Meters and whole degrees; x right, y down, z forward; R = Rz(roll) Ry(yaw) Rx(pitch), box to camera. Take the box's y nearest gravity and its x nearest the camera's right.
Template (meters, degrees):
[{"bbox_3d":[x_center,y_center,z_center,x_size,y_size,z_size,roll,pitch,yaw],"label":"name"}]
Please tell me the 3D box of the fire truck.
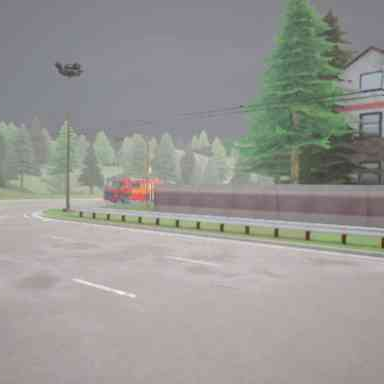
[{"bbox_3d":[-8.044,-0.315,46.736,2.891,3.827,8.468,1,0,41],"label":"fire truck"}]
